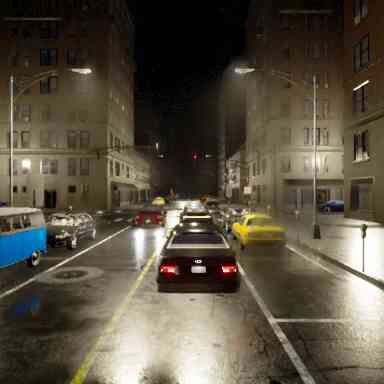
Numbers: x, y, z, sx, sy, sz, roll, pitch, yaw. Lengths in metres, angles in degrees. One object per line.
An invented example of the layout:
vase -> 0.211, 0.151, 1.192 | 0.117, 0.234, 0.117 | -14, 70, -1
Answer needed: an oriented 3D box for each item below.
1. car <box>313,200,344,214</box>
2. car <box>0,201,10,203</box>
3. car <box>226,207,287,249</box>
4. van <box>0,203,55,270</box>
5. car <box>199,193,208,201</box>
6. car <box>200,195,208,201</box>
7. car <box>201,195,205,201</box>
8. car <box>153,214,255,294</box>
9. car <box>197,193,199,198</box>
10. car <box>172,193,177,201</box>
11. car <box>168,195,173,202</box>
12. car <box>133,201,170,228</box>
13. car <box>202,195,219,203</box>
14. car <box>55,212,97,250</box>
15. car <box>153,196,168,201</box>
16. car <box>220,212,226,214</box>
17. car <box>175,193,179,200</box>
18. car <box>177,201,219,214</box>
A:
car -> 14.651, 1.474, 34.083 | 4.181, 1.385, 1.994 | 0, 0, 0
car -> -19.598, 1.324, 31.218 | 5.566, 2.045, 2.150 | -1, 0, 0
car -> 2.699, 1.525, 14.255 | 1.752, 1.417, 4.829 | 0, 0, 0
van -> -5.359, 1.341, 8.710 | 1.690, 1.788, 3.998 | 0, 0, 0
car -> 2.913, 1.435, 69.094 | 1.967, 1.590, 4.097 | 0, 0, 0
car -> 2.982, 1.556, 86.139 | 1.947, 1.339, 4.313 | 0, 0, 0
car -> 2.845, 1.580, 52.048 | 1.802, 1.307, 4.206 | 0, 0, 0
car -> 0.133, 1.547, 8.943 | 2.033, 1.411, 5.357 | 0, 0, 0
car -> 2.959, 1.306, 80.457 | 2.192, 1.841, 5.009 | 0, 0, 0
car -> -5.089, 1.544, 74.804 | 2.008, 1.369, 4.403 | 0, 0, 0
car -> -5.134, 1.562, 63.442 | 1.947, 1.339, 4.313 | 0, 0, 0
car -> -2.642, 1.563, 22.072 | 1.994, 1.385, 4.181 | 0, 0, 0
car -> 2.822, 1.550, 46.367 | 2.008, 1.369, 4.403 | 0, 0, 0
car -> -5.336, 1.550, 14.116 | 2.008, 1.369, 4.403 | 0, 0, 0
car -> -5.181, 1.523, 51.909 | 1.752, 1.417, 4.829 | 0, 0, 0
car -> 2.715, 1.550, 19.491 | 2.008, 1.369, 4.403 | 0, 0, 0
car -> -5.043, 1.430, 86.166 | 1.967, 1.590, 4.097 | 0, 0, 0
car -> 0.187, 1.491, 19.390 | 2.128, 1.511, 4.902 | 0, 0, -2
